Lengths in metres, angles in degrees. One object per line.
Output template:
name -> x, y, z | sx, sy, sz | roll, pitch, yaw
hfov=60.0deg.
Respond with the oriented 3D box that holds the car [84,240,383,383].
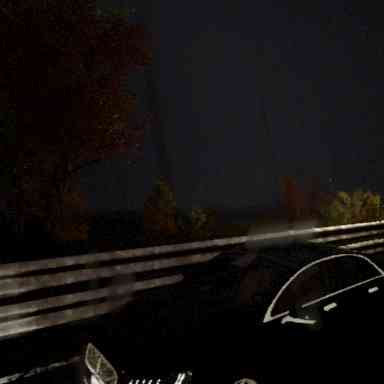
car -> 1.089, 1.494, 4.461 | 4.892, 1.490, 1.837 | 0, 0, -35
